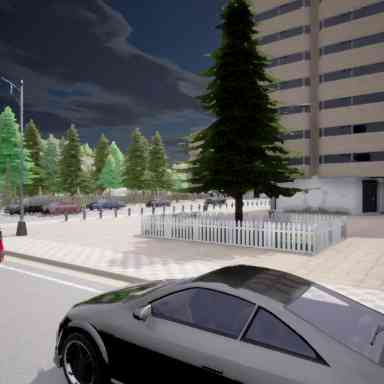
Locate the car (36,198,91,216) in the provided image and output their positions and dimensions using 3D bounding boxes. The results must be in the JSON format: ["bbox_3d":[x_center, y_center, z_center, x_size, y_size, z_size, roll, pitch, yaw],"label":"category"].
[{"bbox_3d":[-12.483,1.564,32.464,1.994,1.385,4.181,0,0,35],"label":"car"}]

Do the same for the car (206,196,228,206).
[{"bbox_3d":[4.200,1.506,55.912,1.837,1.490,4.892,0,0,35],"label":"car"}]

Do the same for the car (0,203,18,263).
[{"bbox_3d":[-7.352,1.221,9.179,5.566,2.045,2.150,0,0,36],"label":"car"}]

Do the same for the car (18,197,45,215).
[{"bbox_3d":[-16.226,1.352,33.574,2.097,1.767,4.553,0,0,35],"label":"car"}]

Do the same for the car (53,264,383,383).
[{"bbox_3d":[0.339,1.564,3.749,4.181,1.385,1.994,0,0,35],"label":"car"}]

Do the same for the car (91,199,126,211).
[{"bbox_3d":[-10.652,1.547,41.412,2.033,1.411,5.357,0,0,35],"label":"car"}]

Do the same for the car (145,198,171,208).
[{"bbox_3d":[-4.964,1.564,49.384,1.994,1.385,4.181,0,0,36],"label":"car"}]
